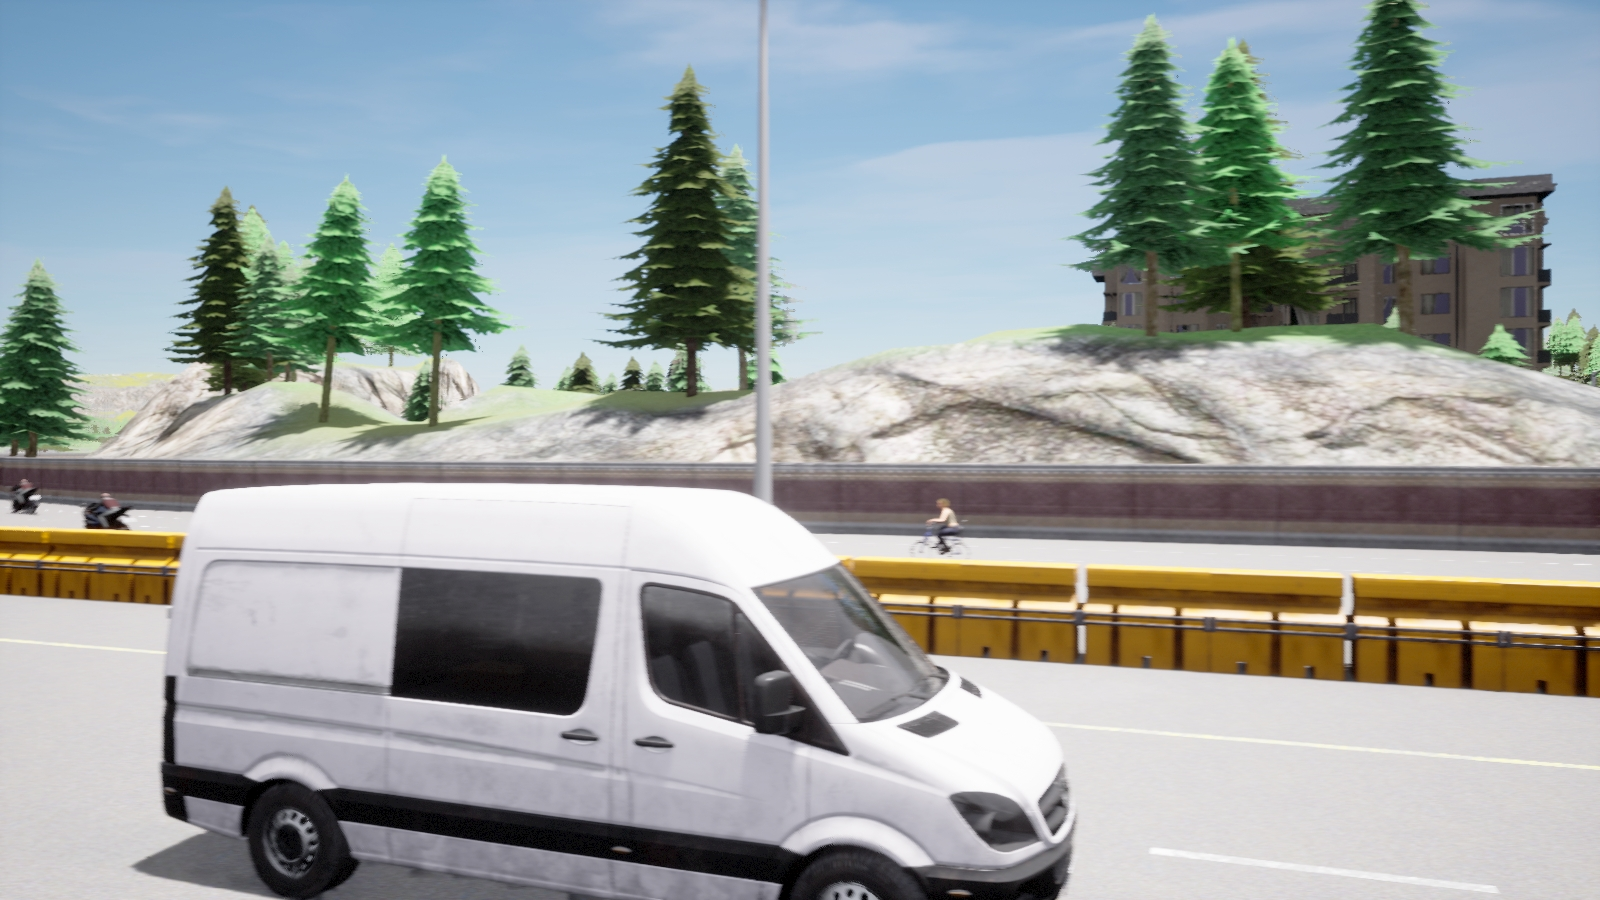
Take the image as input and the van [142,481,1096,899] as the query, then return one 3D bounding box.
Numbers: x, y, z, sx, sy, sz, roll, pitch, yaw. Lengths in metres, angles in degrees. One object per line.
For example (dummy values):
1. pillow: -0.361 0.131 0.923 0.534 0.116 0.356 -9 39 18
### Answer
1. van: -1.207 1.531 7.449 5.915 2.561 1.988 0 0 20
